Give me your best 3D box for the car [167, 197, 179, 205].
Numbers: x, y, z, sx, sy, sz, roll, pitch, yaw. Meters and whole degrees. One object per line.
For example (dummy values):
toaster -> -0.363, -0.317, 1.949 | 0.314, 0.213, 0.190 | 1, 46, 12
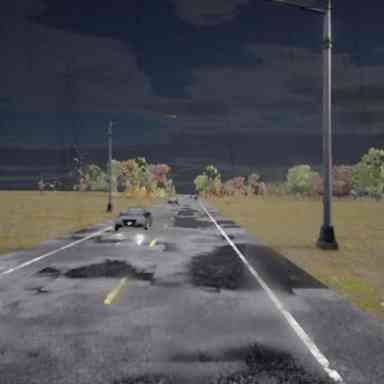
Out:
car -> -3.543, 1.625, 62.028 | 1.882, 1.535, 5.008 | 0, 0, 1

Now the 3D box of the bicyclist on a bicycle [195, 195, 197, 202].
bicyclist on a bicycle -> 0.954, 1.634, 78.333 | 0.582, 1.620, 1.656 | 0, 0, 0

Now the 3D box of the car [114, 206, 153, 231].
car -> -3.602, 1.617, 21.122 | 1.994, 1.385, 4.181 | 0, 0, 0

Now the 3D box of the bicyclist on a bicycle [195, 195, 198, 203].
bicyclist on a bicycle -> 0.954, 1.533, 69.329 | 0.659, 1.776, 1.843 | 0, 0, 0
